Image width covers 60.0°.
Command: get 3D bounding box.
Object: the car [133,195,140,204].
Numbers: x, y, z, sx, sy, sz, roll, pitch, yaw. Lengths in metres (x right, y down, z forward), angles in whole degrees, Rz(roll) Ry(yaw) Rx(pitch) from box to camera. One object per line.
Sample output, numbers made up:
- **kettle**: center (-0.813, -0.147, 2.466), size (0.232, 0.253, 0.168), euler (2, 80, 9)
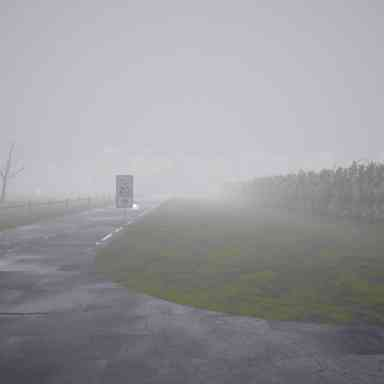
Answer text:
- **car**: center (-9.423, 1.145, 52.368), size (1.895, 1.301, 4.718), euler (1, 0, -2)
